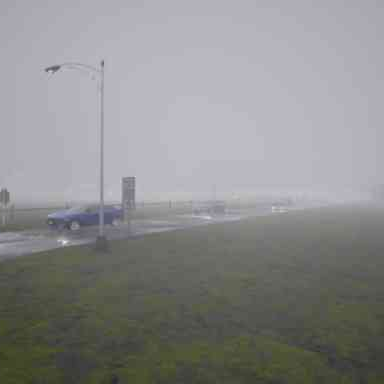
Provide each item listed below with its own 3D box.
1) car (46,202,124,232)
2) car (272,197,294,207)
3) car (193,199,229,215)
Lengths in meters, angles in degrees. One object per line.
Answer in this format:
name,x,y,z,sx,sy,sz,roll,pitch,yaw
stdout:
car,-6.416,1.434,20.433,1.882,1.535,5.008,1,1,34
car,13.828,1.486,50.301,2.033,1.411,5.357,1,0,34
car,1.932,1.449,32.821,1.837,1.490,4.892,1,1,34
